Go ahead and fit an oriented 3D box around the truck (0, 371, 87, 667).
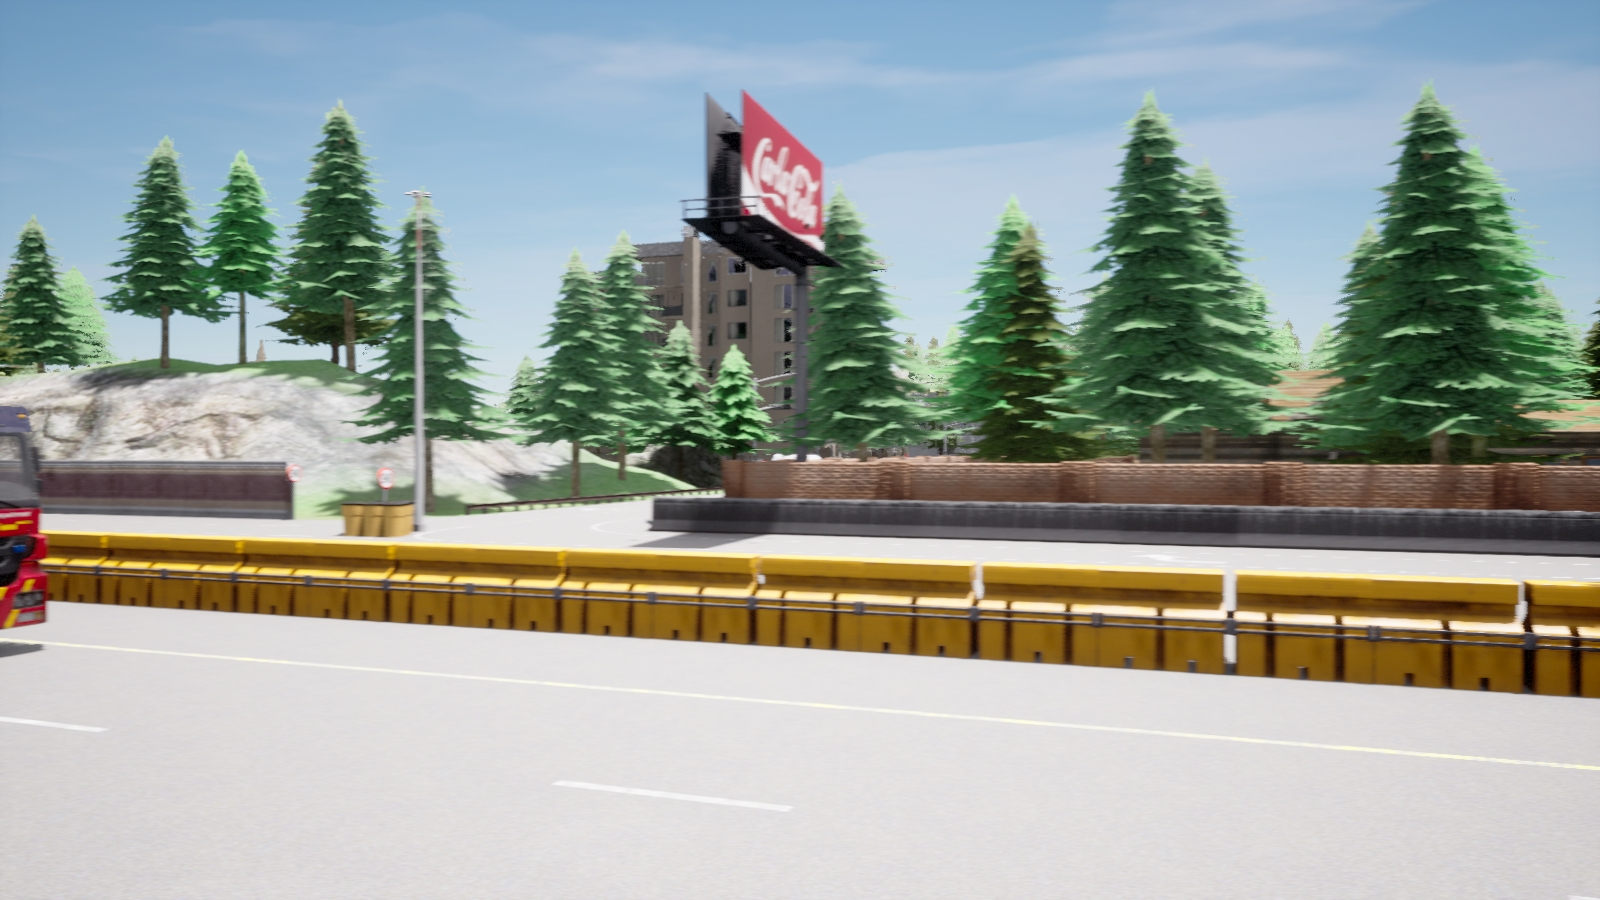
[{"bbox_3d":[-14.397,0.890,15.980,8.468,3.827,2.891,0,0,20],"label":"truck"}]
